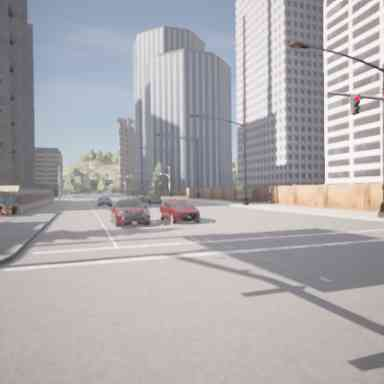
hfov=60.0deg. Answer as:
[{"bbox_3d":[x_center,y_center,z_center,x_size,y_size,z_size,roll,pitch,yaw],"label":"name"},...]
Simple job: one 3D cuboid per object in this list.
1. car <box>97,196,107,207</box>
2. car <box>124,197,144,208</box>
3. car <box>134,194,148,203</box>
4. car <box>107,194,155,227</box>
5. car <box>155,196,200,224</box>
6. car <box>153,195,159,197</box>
[{"bbox_3d":[-12.226,1.333,46.346,2.033,1.411,5.357,-1,0,-18],"label":"car"},{"bbox_3d":[-7.729,1.348,43.842,1.895,1.301,4.718,-1,0,-18],"label":"car"},{"bbox_3d":[-9.117,1.166,59.340,1.812,1.442,4.674,-1,0,-18],"label":"car"},{"bbox_3d":[-4.074,1.231,21.671,2.097,1.767,4.553,-1,0,-18],"label":"car"},{"bbox_3d":[-0.954,1.303,23.382,1.882,1.535,5.008,-1,1,-18],"label":"car"},{"bbox_3d":[-5.785,1.168,49.471,2.128,1.511,4.902,-1,0,-18],"label":"car"}]
